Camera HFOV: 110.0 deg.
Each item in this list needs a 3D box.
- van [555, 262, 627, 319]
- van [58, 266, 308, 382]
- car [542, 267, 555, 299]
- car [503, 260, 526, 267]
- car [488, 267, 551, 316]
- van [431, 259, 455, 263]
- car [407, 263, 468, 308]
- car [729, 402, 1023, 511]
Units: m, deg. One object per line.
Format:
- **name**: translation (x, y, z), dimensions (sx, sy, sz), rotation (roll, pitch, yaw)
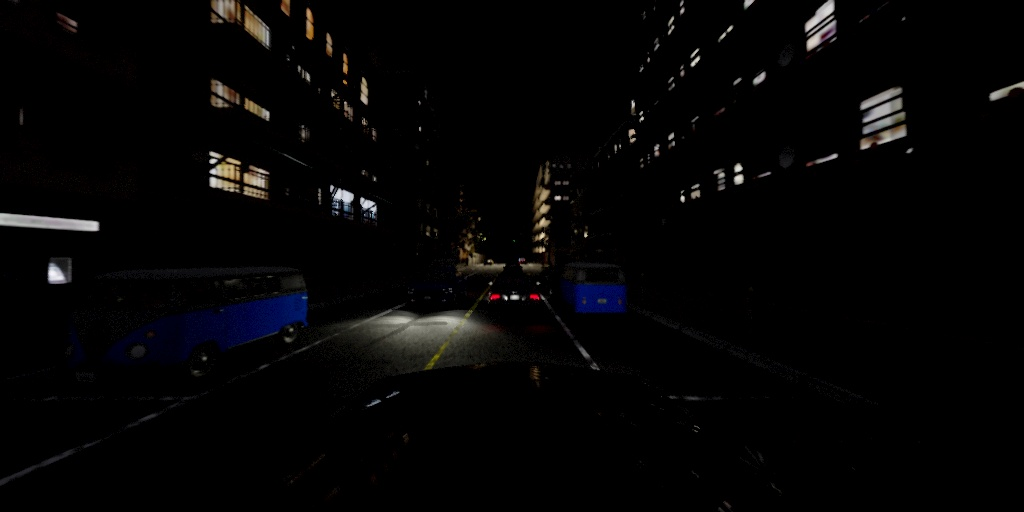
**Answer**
- **van**: translation (2.687, 1.113, 12.546), dimensions (1.690, 1.789, 3.998), rotation (0, 0, 0)
- **van**: translation (-5.692, 1.101, 6.880), dimensions (1.690, 1.789, 3.998), rotation (0, 0, 0)
- **car**: translation (2.684, 1.351, 18.208), dimensions (1.948, 1.339, 4.313), rotation (0, 0, 0)
- **car**: translation (0.083, 1.350, 34.243), dimensions (1.812, 1.442, 4.674), rotation (0, 0, 0)
- **car**: translation (0.088, 1.321, 13.496), dimensions (2.033, 1.411, 5.357), rotation (0, 0, 0)
- **van**: translation (-5.702, 1.153, 29.527), dimensions (1.690, 1.789, 3.998), rotation (0, 0, 0)
- **car**: translation (-3.109, 1.256, 15.669), dimensions (1.882, 1.535, 5.008), rotation (0, 0, 0)
- **car**: translation (2.691, 1.315, 1.221), dimensions (1.948, 1.339, 4.313), rotation (0, 0, 0)
